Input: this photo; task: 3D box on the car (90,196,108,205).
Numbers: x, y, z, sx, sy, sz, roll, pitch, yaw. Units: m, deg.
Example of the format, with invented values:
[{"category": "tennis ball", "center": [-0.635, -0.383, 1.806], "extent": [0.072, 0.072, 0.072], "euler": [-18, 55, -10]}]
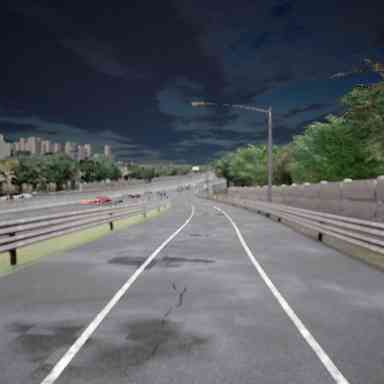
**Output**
[{"category": "car", "center": [-20.279, 1.857, 75.902], "extent": [2.150, 2.045, 5.566], "euler": [1, 2, 10]}]

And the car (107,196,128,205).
[{"category": "car", "center": [-16.843, 2.231, 75.258], "extent": [1.994, 1.385, 4.181], "euler": [1, 2, 10]}]

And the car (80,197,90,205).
[{"category": "car", "center": [-23.733, 1.944, 76.478], "extent": [2.097, 1.767, 4.553], "euler": [1, 2, 10]}]
